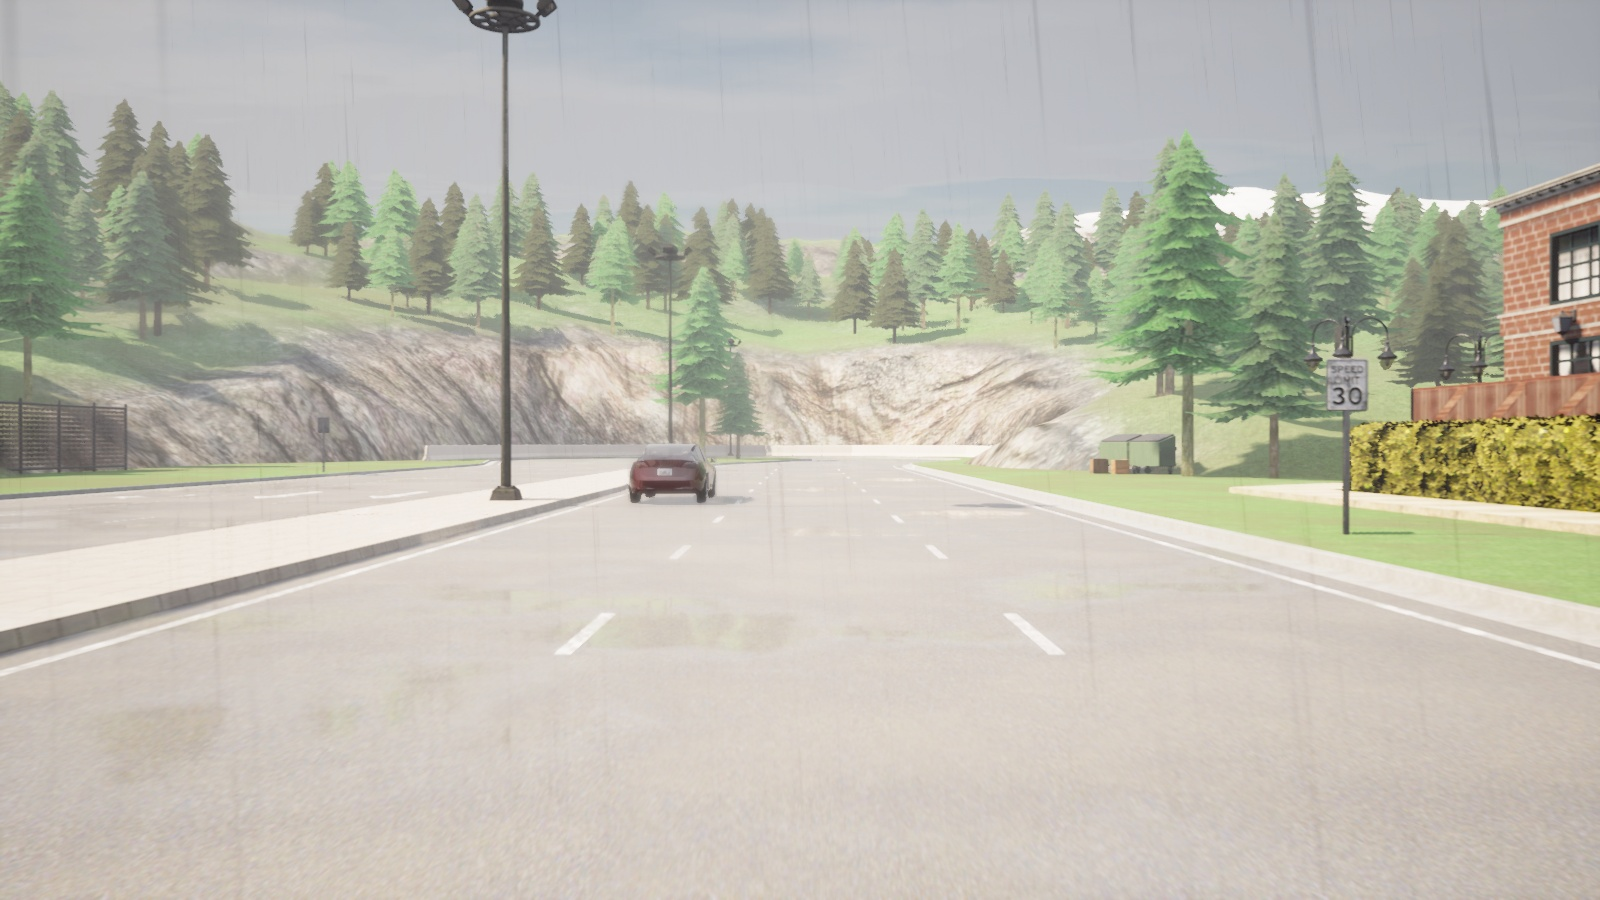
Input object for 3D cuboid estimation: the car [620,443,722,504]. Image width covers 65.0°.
[{"bbox_3d":[-3.297,0.557,33.044,2.163,1.488,4.792,0,0,0],"label":"car"}]
